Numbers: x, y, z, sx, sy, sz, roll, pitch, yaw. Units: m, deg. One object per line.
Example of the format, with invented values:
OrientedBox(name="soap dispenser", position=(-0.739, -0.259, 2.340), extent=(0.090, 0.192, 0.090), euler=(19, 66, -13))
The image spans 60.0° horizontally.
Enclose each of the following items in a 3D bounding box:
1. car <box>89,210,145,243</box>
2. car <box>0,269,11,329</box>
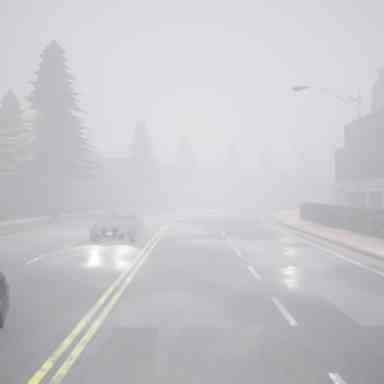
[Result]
OrientedBox(name="car", position=(-3.526, 1.602, 16.305), extent=(1.994, 1.385, 4.181), euler=(0, 0, 1))
OrientedBox(name="car", position=(-3.593, 1.502, 2.934), extent=(2.128, 1.511, 4.902), euler=(0, 0, 0))
